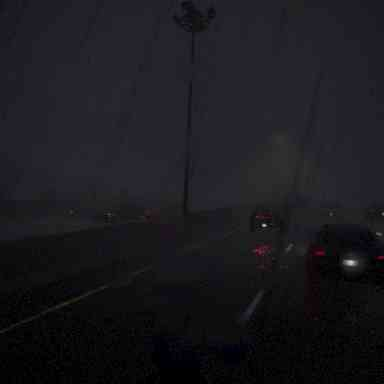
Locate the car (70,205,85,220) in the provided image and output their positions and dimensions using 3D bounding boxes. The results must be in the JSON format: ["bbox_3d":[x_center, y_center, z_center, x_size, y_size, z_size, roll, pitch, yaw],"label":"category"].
[{"bbox_3d":[-7.740,1.484,26.912,1.812,1.442,4.674,0,0,22],"label":"car"}]

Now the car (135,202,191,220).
[{"bbox_3d":[-1.677,1.453,23.218,1.882,1.535,5.008,0,0,22],"label":"car"}]

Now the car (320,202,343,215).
[{"bbox_3d":[12.617,1.603,30.190,1.895,1.301,4.718,0,0,22],"label":"car"}]

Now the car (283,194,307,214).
[{"bbox_3d":[10.878,1.225,35.277,2.150,2.045,5.566,0,0,22],"label":"car"}]

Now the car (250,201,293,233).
[{"bbox_3d":[4.713,1.499,19.807,1.837,1.490,4.892,0,0,22],"label":"car"}]

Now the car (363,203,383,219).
[{"bbox_3d":[14.824,1.575,26.273,1.994,1.385,4.181,0,0,22],"label":"car"}]

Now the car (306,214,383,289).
[{"bbox_3d":[4.312,1.565,9.345,1.994,1.385,4.181,0,0,22],"label":"car"}]

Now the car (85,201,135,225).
[{"bbox_3d":[-5.106,1.445,24.066,1.882,1.535,5.008,0,0,22],"label":"car"}]
